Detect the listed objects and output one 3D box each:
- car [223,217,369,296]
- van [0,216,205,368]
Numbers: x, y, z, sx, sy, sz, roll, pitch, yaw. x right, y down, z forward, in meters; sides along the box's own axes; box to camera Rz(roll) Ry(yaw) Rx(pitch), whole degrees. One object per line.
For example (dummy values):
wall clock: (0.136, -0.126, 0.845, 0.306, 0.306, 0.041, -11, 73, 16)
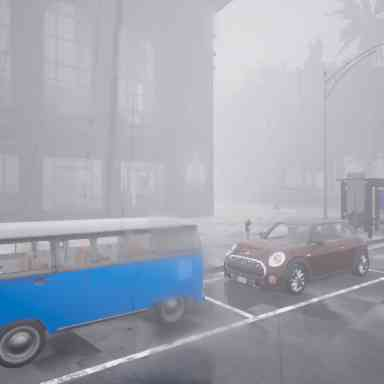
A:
car: (2.740, 1.439, 8.600, 4.097, 1.590, 1.967, 0, 0, -35)
van: (-1.680, 1.341, 5.453, 3.998, 1.788, 1.690, 0, 0, -35)
